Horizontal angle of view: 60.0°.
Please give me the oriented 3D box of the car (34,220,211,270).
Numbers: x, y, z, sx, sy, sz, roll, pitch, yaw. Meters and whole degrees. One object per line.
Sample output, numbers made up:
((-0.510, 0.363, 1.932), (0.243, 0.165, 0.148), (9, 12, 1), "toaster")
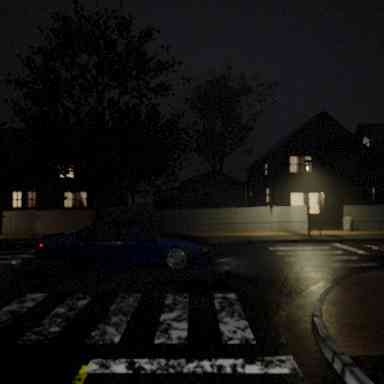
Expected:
((-2.100, 1.634, 10.720), (5.357, 1.411, 2.033), (0, -1, 0), "car")
